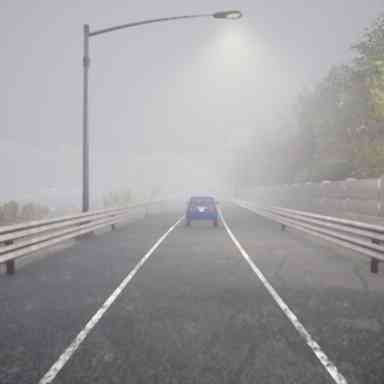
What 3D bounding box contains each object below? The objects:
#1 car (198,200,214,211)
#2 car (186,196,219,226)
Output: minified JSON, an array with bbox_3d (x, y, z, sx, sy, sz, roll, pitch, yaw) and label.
[{"bbox_3d":[1.875,1.718,43.817,1.895,1.301,4.718,0,0,3],"label":"car"},{"bbox_3d":[0.749,1.280,24.054,2.150,2.045,5.566,0,0,3],"label":"car"}]
